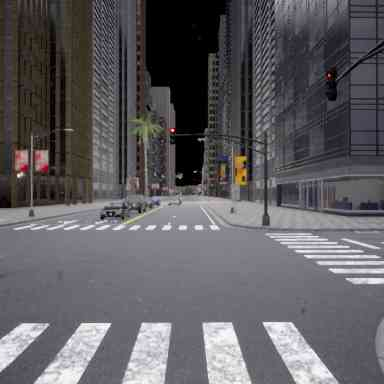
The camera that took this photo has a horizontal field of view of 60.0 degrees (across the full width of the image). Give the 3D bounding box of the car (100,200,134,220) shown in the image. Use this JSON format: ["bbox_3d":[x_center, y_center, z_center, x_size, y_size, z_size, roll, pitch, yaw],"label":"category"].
[{"bbox_3d":[-6.641,1.644,29.163,1.994,1.385,4.181,0,0,0],"label":"car"}]

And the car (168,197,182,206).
[{"bbox_3d":[-3.239,1.816,59.835,1.895,1.301,4.718,0,0,0],"label":"car"}]

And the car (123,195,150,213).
[{"bbox_3d":[-6.655,1.337,38.488,2.150,2.045,5.566,0,0,0],"label":"car"}]

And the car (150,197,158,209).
[{"bbox_3d":[-6.662,1.511,48.416,2.097,1.767,4.553,0,0,0],"label":"car"}]

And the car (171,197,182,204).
[{"bbox_3d":[-3.253,1.829,69.730,1.994,1.385,4.181,0,0,0],"label":"car"}]

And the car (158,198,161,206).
[{"bbox_3d":[-6.634,1.687,58.555,1.882,1.535,5.008,0,0,0],"label":"car"}]
